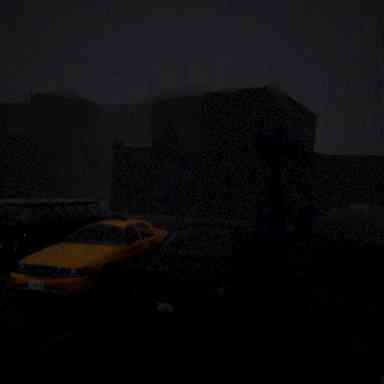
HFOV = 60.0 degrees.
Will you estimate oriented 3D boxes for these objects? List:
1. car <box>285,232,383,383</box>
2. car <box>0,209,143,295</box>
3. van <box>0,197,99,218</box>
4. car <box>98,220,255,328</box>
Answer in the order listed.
[{"bbox_3d":[2.662,1.492,5.518,2.163,1.488,4.792,1,0,16],"label":"car"},{"bbox_3d":[-2.165,1.409,8.768,1.946,1.575,5.366,1,0,15],"label":"car"},{"bbox_3d":[-4.478,1.164,10.761,1.878,1.987,4.442,0,0,15],"label":"van"},{"bbox_3d":[0.283,1.438,7.255,2.097,1.535,5.008,1,0,15],"label":"car"}]
